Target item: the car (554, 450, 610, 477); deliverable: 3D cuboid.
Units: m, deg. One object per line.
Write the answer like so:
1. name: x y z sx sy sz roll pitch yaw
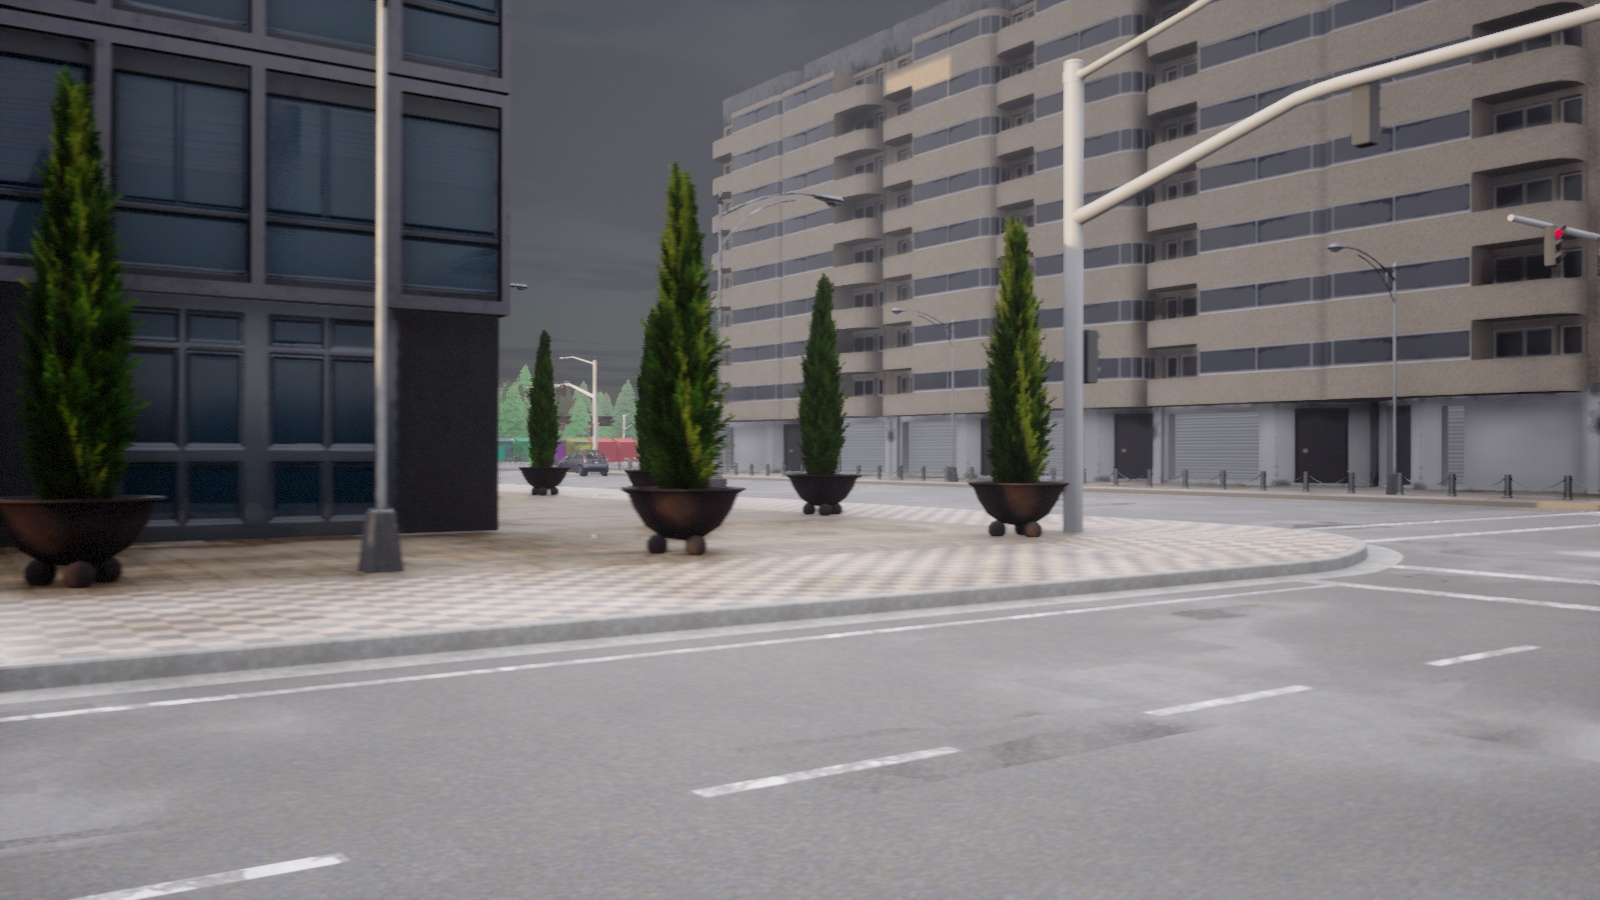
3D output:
1. car: -13.425 0.806 77.036 1.851 1.617 3.988 0 0 -35
